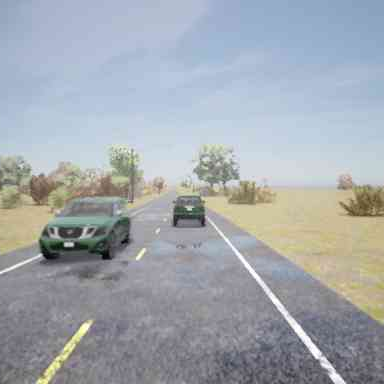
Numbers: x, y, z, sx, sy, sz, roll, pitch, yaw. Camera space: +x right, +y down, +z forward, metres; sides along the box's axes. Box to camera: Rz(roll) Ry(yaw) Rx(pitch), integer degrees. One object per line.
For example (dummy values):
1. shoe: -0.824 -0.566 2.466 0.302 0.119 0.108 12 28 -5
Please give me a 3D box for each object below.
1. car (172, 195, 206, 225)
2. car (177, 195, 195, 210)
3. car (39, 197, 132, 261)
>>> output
1. car: -0.225 1.198 23.851 2.150 2.045 5.566 0 0 -1
2. car: -0.845 1.298 41.791 2.097 1.767 4.553 0 0 -2
3. car: -3.706 1.214 12.673 2.150 2.045 5.566 0 0 -1
